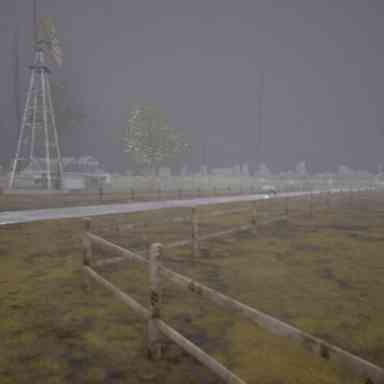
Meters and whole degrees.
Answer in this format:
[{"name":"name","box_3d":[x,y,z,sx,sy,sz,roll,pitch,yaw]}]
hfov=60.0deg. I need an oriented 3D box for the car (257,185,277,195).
[{"name":"car","box_3d":[11.679,-0.292,51.665,1.812,1.442,4.674,1,2,36]}]
